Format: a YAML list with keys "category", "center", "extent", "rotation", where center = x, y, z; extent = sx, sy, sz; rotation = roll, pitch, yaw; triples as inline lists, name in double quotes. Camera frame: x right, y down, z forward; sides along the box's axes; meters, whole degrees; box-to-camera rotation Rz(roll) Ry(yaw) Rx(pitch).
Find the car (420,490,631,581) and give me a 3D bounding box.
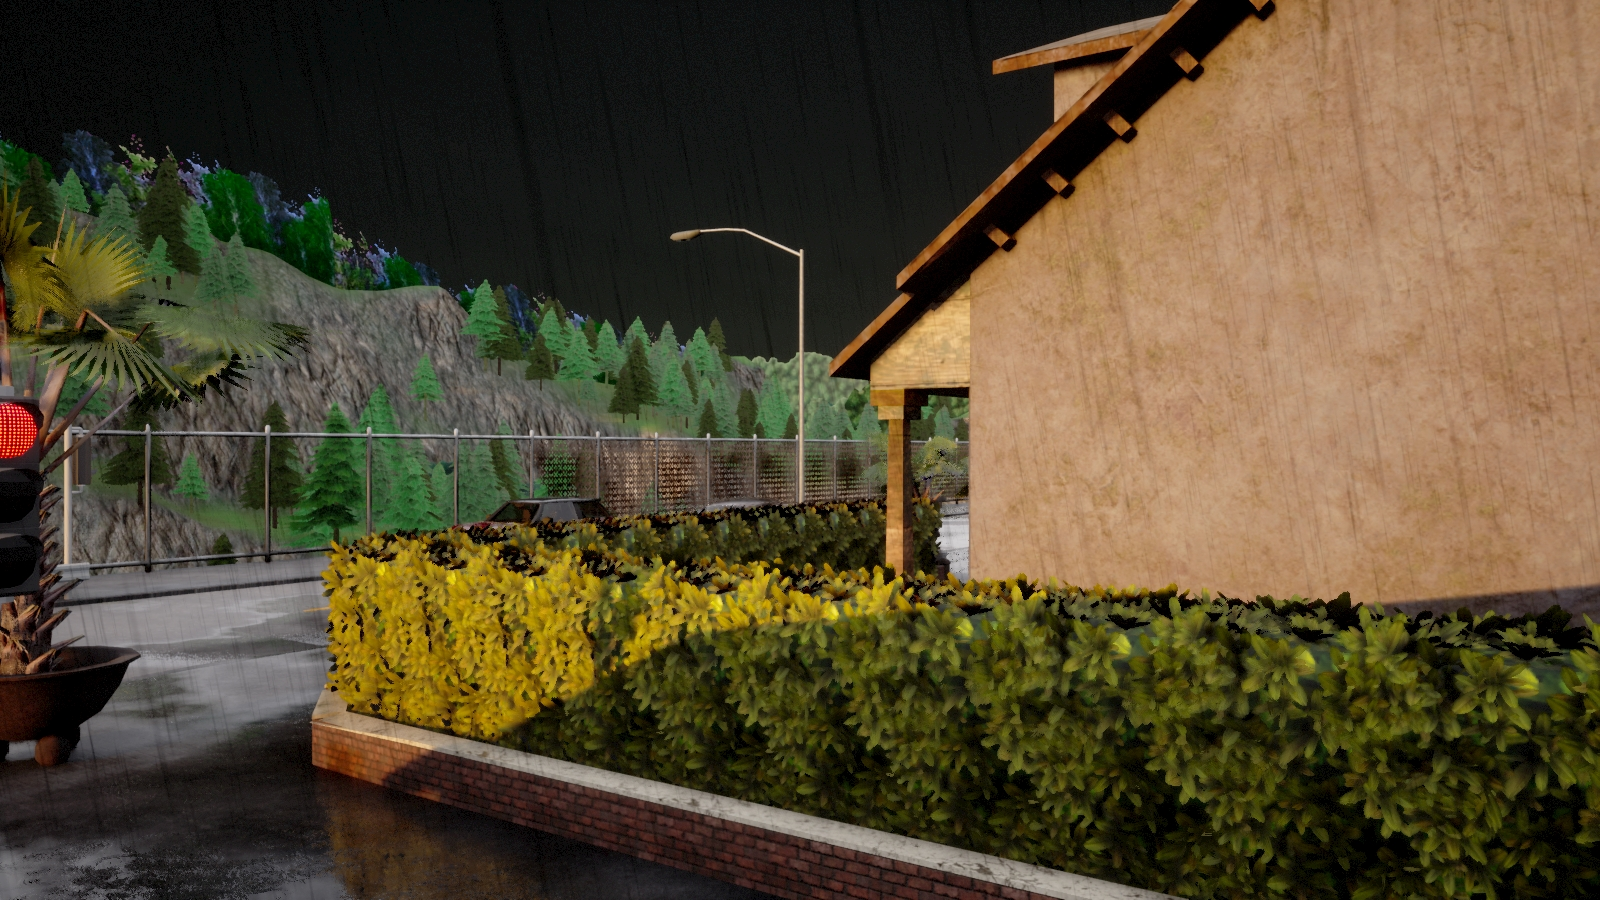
- category: "car"
  center: [-6.312, 1.906, 26.765]
  extent: [2.097, 1.767, 4.553]
  rotation: [0, 0, 35]
